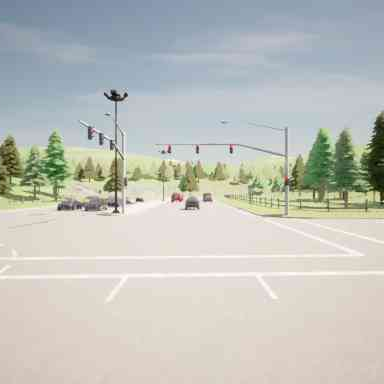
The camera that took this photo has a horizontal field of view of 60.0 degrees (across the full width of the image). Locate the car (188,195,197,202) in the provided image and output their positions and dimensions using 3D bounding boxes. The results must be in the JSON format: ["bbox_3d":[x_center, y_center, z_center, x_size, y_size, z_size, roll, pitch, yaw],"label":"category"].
[{"bbox_3d":[0.095,1.475,74.233,1.882,1.535,5.008,0,0,1],"label":"car"}]

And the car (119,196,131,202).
[{"bbox_3d":[-14.906,1.588,74.194,1.895,1.301,4.718,0,0,0],"label":"car"}]

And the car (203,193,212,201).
[{"bbox_3d":[3.820,1.166,84.439,2.150,2.045,5.566,0,0,2],"label":"car"}]

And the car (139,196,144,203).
[{"bbox_3d":[-11.435,1.594,71.181,1.895,1.301,4.718,0,0,0],"label":"car"}]

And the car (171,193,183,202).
[{"bbox_3d":[-3.409,1.221,73.853,2.150,2.045,5.566,0,0,1],"label":"car"}]

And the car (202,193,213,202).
[{"bbox_3d":[3.591,1.536,73.814,2.033,1.411,5.357,0,0,1],"label":"car"}]

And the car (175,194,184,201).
[{"bbox_3d":[-3.178,1.419,84.598,1.882,1.535,5.008,0,0,2],"label":"car"}]

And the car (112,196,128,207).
[{"bbox_3d":[-11.561,1.547,50.154,2.033,1.411,5.357,0,0,0],"label":"car"}]

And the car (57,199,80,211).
[{"bbox_3d":[-15.058,1.564,41.249,1.994,1.385,4.181,0,0,1],"label":"car"}]

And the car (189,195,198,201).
[{"bbox_3d":[0.321,1.466,84.503,2.128,1.511,4.902,0,0,2],"label":"car"}]

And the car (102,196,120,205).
[{"bbox_3d":[-15.007,1.492,61.694,2.128,1.511,4.902,0,0,1],"label":"car"}]

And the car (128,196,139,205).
[{"bbox_3d":[-11.529,1.601,60.283,1.895,1.301,4.718,0,0,1],"label":"car"}]

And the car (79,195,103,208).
[{"bbox_3d":[-15.057,1.352,49.756,2.097,1.767,4.553,0,0,0],"label":"car"}]

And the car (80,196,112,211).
[{"bbox_3d":[-11.570,1.505,40.415,1.837,1.490,4.892,0,0,0],"label":"car"}]

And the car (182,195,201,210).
[{"bbox_3d":[0.032,1.504,43.214,1.837,1.490,4.892,0,0,0],"label":"car"}]
